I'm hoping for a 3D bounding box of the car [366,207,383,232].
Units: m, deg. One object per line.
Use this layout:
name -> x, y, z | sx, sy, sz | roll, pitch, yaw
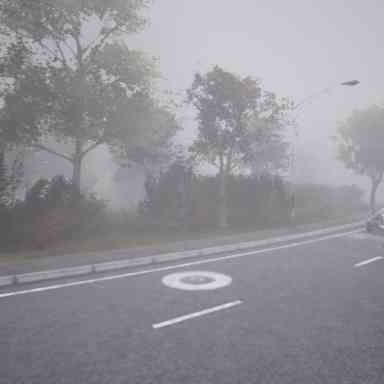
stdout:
car -> 11.638, 1.543, 19.256 | 1.812, 1.442, 4.674 | 0, 0, 43
